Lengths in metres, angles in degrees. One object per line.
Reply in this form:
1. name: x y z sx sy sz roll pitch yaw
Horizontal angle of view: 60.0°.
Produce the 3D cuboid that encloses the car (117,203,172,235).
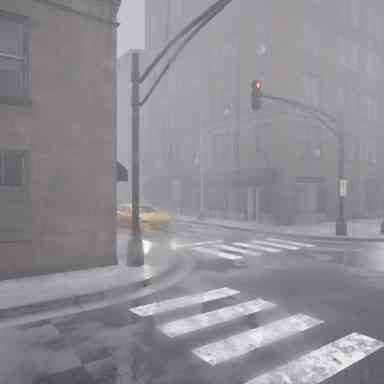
1. car: -2.949 1.382 18.382 1.882 1.535 5.008 0 0 -34
